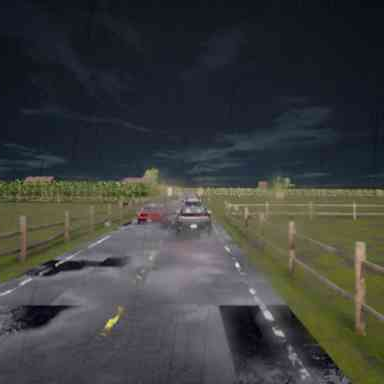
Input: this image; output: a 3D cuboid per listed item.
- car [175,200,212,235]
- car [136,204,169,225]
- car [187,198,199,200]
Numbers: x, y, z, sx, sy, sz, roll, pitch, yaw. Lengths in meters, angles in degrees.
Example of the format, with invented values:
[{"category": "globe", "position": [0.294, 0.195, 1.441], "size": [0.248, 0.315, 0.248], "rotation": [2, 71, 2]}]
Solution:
[{"category": "car", "position": [0.098, 1.451, 18.545], "size": [2.128, 1.511, 4.902], "rotation": [0, 0, 0]}, {"category": "car", "position": [-2.754, 1.548, 23.862], "size": [1.895, 1.301, 4.718], "rotation": [0, 0, 0]}, {"category": "car", "position": [0.094, 1.389, 38.814], "size": [1.882, 1.535, 5.008], "rotation": [0, 0, 0]}]
